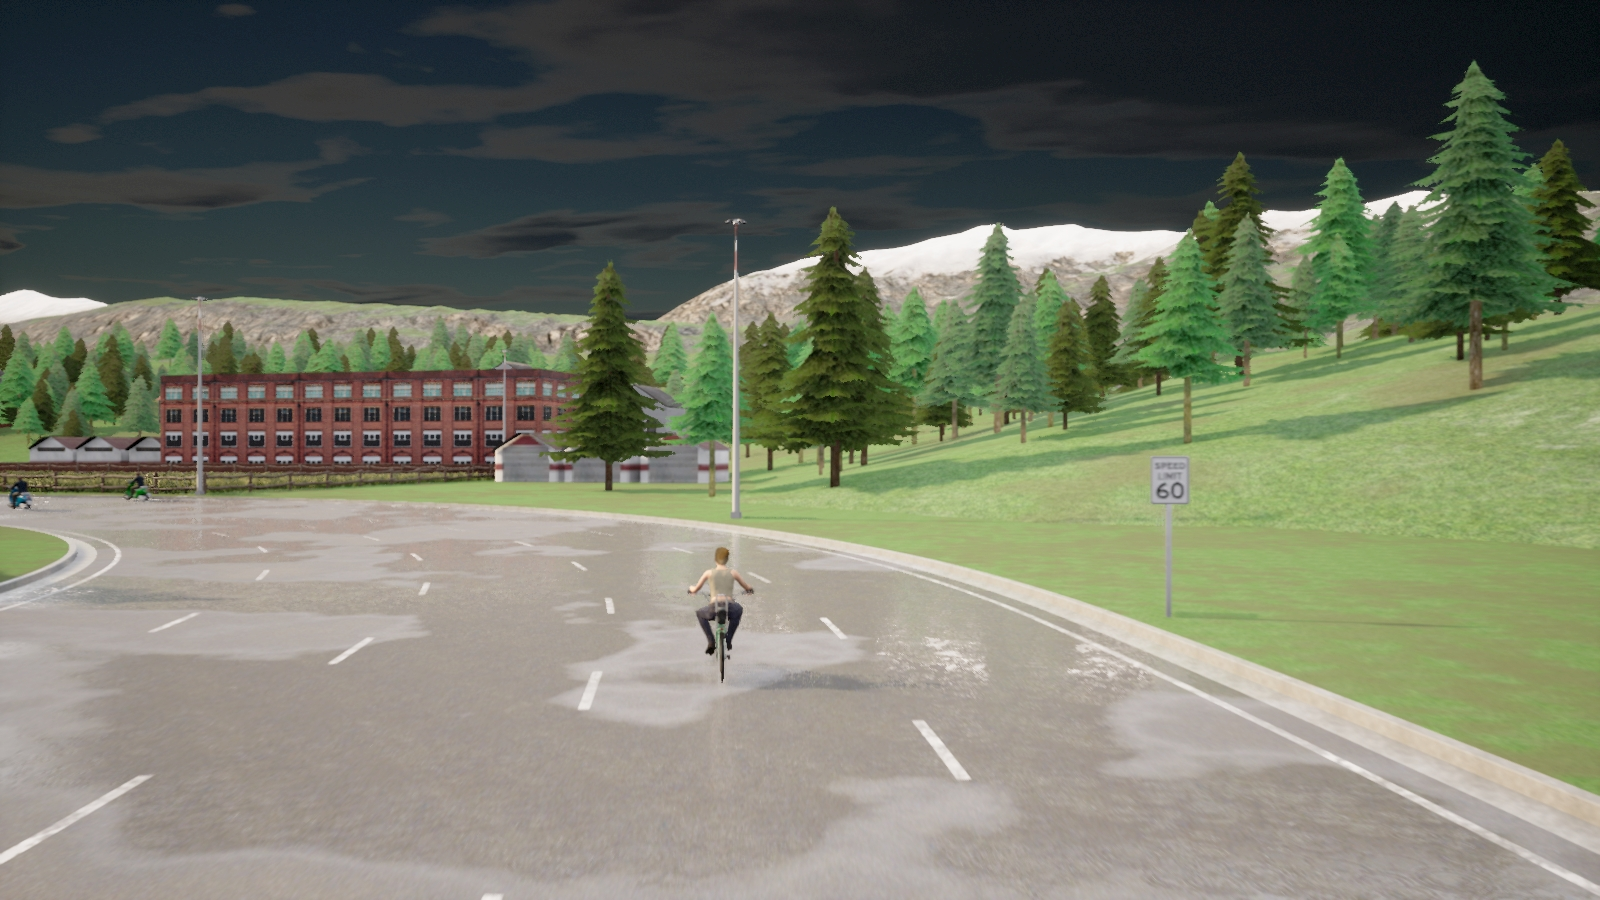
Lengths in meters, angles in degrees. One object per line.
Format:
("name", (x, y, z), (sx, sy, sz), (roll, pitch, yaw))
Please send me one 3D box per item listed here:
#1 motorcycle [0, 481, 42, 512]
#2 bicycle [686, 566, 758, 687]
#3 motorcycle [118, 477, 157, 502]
("motorcycle", (-36.290, 2.159, 53.211), (1.805, 1.316, 0.856), (0, 3, 30))
("bicycle", (-0.985, 2.162, 14.279), (0.859, 1.276, 1.487), (0, 0, -5))
("motorcycle", (-36.201, 2.161, 62.446), (1.805, 1.316, 0.856), (0, 2, 18))
